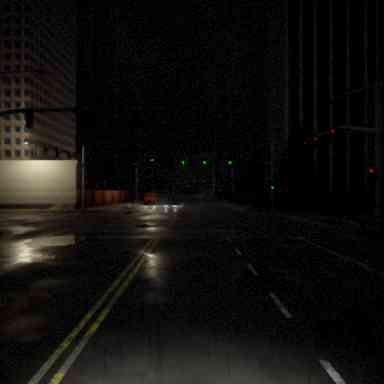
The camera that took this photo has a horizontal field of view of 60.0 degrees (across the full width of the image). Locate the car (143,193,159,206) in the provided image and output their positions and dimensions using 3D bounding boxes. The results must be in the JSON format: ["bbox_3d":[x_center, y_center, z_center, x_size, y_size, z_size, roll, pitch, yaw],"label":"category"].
[{"bbox_3d":[-7.043,1.244,57.270,2.150,2.045,5.566,0,0,1],"label":"car"}]

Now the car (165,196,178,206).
[{"bbox_3d":[-3.546,1.529,57.209,1.837,1.490,4.892,0,0,0],"label":"car"}]
